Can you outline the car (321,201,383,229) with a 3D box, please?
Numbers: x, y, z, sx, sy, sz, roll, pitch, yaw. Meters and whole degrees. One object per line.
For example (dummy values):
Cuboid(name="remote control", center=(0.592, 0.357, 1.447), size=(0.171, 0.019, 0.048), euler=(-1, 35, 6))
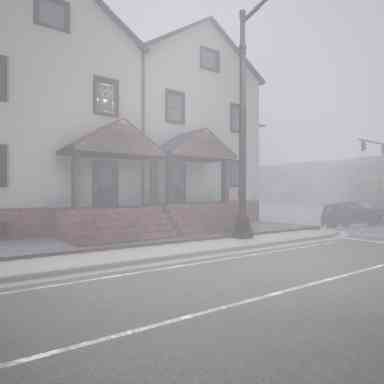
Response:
Cuboid(name="car", center=(12.568, 1.692, 25.434), size=(2.150, 2.045, 5.566), euler=(-1, -8, -32))
